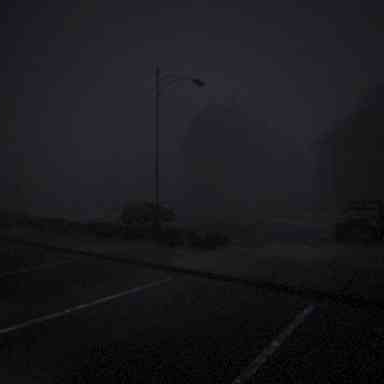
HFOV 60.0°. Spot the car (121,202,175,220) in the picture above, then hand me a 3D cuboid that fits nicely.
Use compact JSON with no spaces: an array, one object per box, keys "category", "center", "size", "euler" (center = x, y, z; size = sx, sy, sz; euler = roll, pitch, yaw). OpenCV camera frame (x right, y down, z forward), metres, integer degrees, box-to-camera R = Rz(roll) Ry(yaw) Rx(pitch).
[{"category":"car","center":[-3.038,1.440,23.462],"size":[1.816,1.474,4.193],"euler":[0,0,35]}]

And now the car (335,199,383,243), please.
[{"category":"car","center":[8.319,1.301,16.172],"size":[1.905,1.878,3.866],"euler":[0,0,35]}]
